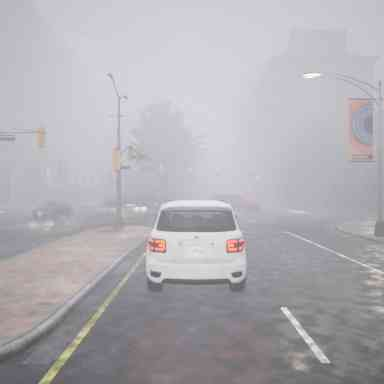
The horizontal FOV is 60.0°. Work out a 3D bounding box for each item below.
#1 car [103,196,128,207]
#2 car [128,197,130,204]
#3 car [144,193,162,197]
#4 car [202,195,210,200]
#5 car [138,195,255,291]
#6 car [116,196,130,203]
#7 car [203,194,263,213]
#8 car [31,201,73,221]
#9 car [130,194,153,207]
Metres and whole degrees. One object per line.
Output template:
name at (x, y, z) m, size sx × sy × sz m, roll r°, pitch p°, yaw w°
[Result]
car at (-11.776, 1.601, 50.334) m, size 1.895 × 1.301 × 4.718 m, roll 0°, pitch 0°, yaw 6°
car at (-11.272, 1.491, 64.391) m, size 2.128 × 1.511 × 4.902 m, roll 0°, pitch 0°, yaw 1°
car at (-7.750, 1.352, 66.688) m, size 2.097 × 1.767 × 4.553 m, roll 0°, pitch 0°, yaw 1°
car at (3.870, 1.547, 90.216) m, size 1.994 × 1.385 × 4.181 m, roll 0°, pitch 0°, yaw 0°
car at (0.108, 1.221, 9.121) m, size 2.150 × 2.045 × 5.566 m, roll 0°, pitch 0°, yaw 1°
car at (-14.464, 1.595, 69.844) m, size 1.895 × 1.301 × 4.718 m, roll 0°, pitch 0°, yaw 0°
car at (4.406, 1.221, 34.062) m, size 5.566 × 2.045 × 2.150 m, roll 0°, pitch 0°, yaw 19°
car at (-11.490, 1.491, 27.611) m, size 2.128 × 1.511 × 4.902 m, roll 0°, pitch 0°, yaw 0°
car at (-7.868, 1.492, 52.290) m, size 2.128 × 1.511 × 4.902 m, roll 0°, pitch 0°, yaw 0°
